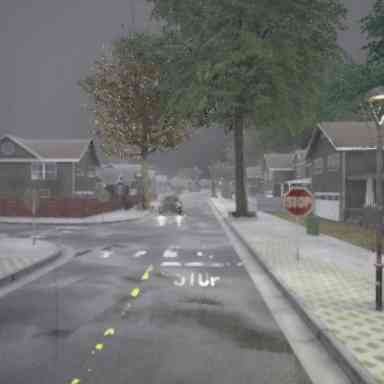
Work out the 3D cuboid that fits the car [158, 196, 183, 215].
[{"bbox_3d":[-1.961,1.172,31.753,2.097,1.767,4.553,0,0,2],"label":"car"}]
